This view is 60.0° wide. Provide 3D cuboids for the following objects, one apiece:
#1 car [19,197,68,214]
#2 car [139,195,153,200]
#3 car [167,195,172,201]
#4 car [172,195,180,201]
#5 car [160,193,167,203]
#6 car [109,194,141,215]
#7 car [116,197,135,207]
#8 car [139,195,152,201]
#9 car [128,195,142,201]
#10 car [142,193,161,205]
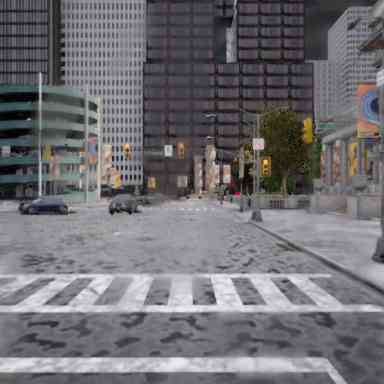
[{"bbox_3d":[-15.567,1.359,34.883,4.553,1.767,2.097,0,0,-42],"label":"car"},{"bbox_3d":[-13.043,1.520,94.417,1.994,1.385,4.181,0,0,-43],"label":"car"},{"bbox_3d":[-7.478,1.611,85.732,1.895,1.301,4.718,0,0,-25],"label":"car"},{"bbox_3d":[-4.742,1.517,88.045,1.837,1.490,4.892,0,0,-29],"label":"car"},{"bbox_3d":[-7.257,1.239,72.561,2.150,2.045,5.566,0,0,-7],"label":"car"},{"bbox_3d":[-7.069,1.228,34.755,2.150,2.045,5.566,0,0,0],"label":"car"},{"bbox_3d":[-10.551,1.558,52.984,2.033,1.411,5.357,0,0,0],"label":"car"},{"bbox_3d":[-12.270,1.460,87.254,1.812,1.442,4.674,0,0,-29],"label":"car"},{"bbox_3d":[-14.377,1.545,83.850,2.033,1.411,5.357,0,0,-25],"label":"car"},{"bbox_3d":[-7.049,1.489,58.351,1.882,1.535,5.008,0,0,0],"label":"car"}]
